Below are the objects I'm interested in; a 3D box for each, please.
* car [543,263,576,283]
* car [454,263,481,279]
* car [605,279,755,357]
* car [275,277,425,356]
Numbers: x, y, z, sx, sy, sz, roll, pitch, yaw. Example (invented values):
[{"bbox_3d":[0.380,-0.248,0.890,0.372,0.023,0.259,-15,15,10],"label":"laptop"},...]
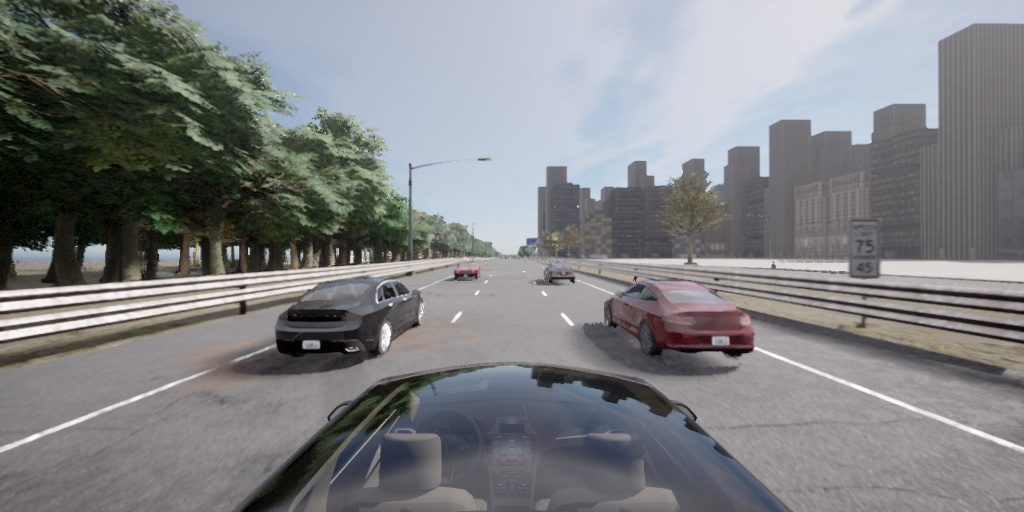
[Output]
[{"bbox_3d":[3.431,1.191,26.548,2.033,1.411,5.357,0,0,-1],"label":"car"},{"bbox_3d":[-3.610,1.219,29.952,1.895,1.301,4.718,0,0,-1],"label":"car"},{"bbox_3d":[3.555,1.264,8.404,1.812,1.442,4.674,0,0,0],"label":"car"},{"bbox_3d":[-3.439,1.246,8.567,1.837,1.490,4.892,0,1,0],"label":"car"}]
